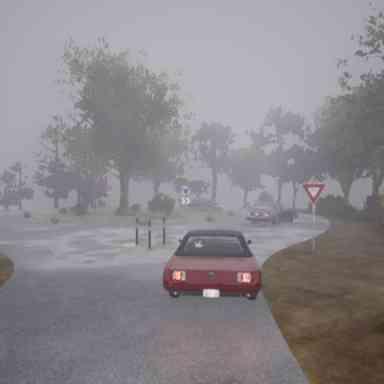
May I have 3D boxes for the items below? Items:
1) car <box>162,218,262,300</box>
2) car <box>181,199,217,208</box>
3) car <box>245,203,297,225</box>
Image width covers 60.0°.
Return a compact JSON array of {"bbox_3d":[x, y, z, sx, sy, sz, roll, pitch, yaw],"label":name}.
[{"bbox_3d":[0.573,1.594,8.397,1.895,1.301,4.718,0,0,5],"label":"car"},{"bbox_3d":[0.918,1.565,44.643,4.718,1.301,1.895,0,0,32],"label":"car"},{"bbox_3d":[5.788,1.528,23.893,2.033,1.411,5.357,0,0,38],"label":"car"}]
